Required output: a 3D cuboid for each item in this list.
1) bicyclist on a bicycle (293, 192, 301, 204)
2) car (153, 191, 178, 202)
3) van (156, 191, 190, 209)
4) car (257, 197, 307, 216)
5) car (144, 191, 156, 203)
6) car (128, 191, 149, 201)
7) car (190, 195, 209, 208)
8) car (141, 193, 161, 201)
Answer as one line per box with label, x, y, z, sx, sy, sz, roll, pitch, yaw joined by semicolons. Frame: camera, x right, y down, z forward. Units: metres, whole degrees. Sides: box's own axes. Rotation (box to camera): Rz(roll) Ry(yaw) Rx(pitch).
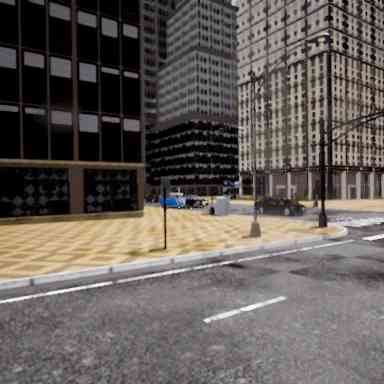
bicyclist on a bicycle;12.087;0.865;38.527;1.656;1.620;0.582;-1;1;-34
car;-4.669;0.801;58.059;2.192;1.841;5.009;-1;1;-34
van;-2.301;1.045;39.600;1.690;1.788;3.998;-1;1;-34
car;7.787;1.236;29.300;1.837;1.490;4.892;-1;1;-34
car;-6.342;1.038;55.820;1.837;1.490;4.892;-1;1;-34
car;-10.875;0.745;67.237;2.192;1.841;5.009;-1;1;-34
car;0.146;1.153;40.604;2.128;1.511;4.902;-1;1;-34
car;-7.770;1.002;62.650;1.887;1.381;4.507;-1;1;-34
